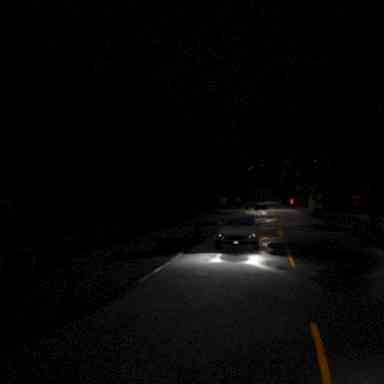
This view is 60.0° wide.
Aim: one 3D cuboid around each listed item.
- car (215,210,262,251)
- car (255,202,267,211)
[{"bbox_3d":[2.282,1.787,15.680,1.812,1.442,4.674,-1,-1,13],"label":"car"},{"bbox_3d":[11.796,2.447,56.819,2.033,1.411,5.357,-1,-1,14],"label":"car"}]
